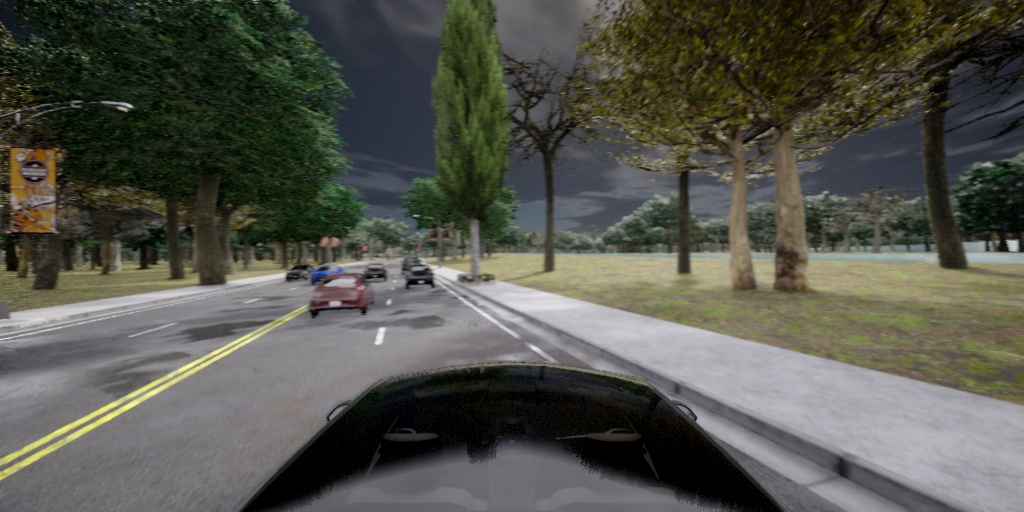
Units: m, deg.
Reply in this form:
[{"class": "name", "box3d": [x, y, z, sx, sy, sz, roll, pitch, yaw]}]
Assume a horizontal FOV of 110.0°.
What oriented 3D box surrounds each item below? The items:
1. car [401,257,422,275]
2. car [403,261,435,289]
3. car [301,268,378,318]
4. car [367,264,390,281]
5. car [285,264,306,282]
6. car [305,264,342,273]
[{"class": "car", "box3d": [-11.588, 1.079, 41.481, 2.150, 2.045, 5.566, -1, 0, -17]}, {"class": "car", "box3d": [-6.281, 1.341, 24.386, 1.837, 1.490, 4.892, -1, 0, -17]}, {"class": "car", "box3d": [-6.408, 1.386, 13.804, 1.812, 1.442, 4.674, -1, 0, -17]}, {"class": "car", "box3d": [-11.860, 1.411, 31.474, 1.837, 1.490, 4.892, -1, 0, -17]}, {"class": "car", "box3d": [-19.382, 1.532, 33.165, 1.837, 1.490, 4.892, -1, 0, -17]}, {"class": "car", "box3d": [-14.572, 1.442, 28.584, 1.882, 1.535, 5.008, -1, 0, -17]}]
